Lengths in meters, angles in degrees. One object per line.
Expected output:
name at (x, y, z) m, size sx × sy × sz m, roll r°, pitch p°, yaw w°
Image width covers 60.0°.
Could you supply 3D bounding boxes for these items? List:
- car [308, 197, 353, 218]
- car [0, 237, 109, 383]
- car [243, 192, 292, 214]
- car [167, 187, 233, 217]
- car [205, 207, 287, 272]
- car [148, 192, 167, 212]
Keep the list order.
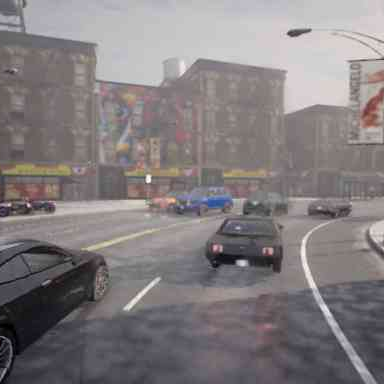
car at (10.191, 1.044, 24.364) m, size 1.994 × 1.385 × 4.181 m, roll 1°, pitch 2°, yaw 44°
car at (-2.806, 1.395, 4.897) m, size 1.812 × 1.442 × 4.674 m, roll 0°, pitch 1°, yaw 7°
car at (5.666, 0.805, 24.562) m, size 2.097 × 1.767 × 4.553 m, roll 1°, pitch 2°, yaw 39°
car at (0.959, 0.650, 24.659) m, size 2.150 × 2.045 × 5.566 m, roll 1°, pitch 1°, yaw 36°
car at (1.805, 1.371, 10.129) m, size 1.895 × 1.301 × 4.718 m, roll 1°, pitch 1°, yaw 15°
car at (-1.468, 0.714, 26.985) m, size 2.097 × 1.767 × 4.553 m, roll 1°, pitch 2°, yaw 38°
